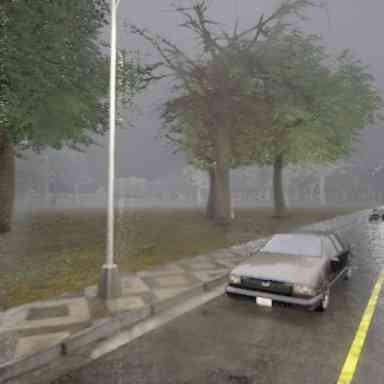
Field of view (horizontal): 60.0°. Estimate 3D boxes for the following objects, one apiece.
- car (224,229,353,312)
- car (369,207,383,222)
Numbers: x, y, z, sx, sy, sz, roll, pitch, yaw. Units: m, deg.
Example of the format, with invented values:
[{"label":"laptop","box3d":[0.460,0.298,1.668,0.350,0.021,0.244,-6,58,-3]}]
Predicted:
[{"label":"car","box3d":[2.810,1.689,8.424,2.033,1.411,5.357,-1,-1,34]},{"label":"car","box3d":[17.483,2.086,30.613,1.895,1.301,4.718,-1,-1,33]}]
